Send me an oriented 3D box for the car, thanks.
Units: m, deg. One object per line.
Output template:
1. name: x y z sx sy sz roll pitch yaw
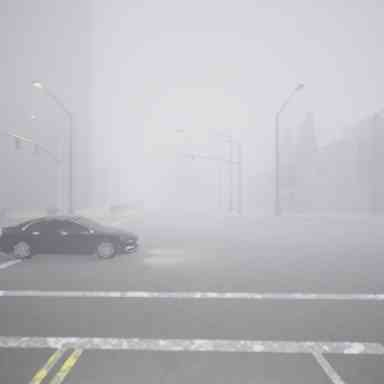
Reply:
1. car: -4.432 1.649 12.310 4.892 1.490 1.837 0 -1 0
